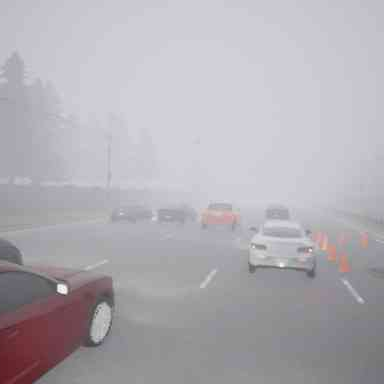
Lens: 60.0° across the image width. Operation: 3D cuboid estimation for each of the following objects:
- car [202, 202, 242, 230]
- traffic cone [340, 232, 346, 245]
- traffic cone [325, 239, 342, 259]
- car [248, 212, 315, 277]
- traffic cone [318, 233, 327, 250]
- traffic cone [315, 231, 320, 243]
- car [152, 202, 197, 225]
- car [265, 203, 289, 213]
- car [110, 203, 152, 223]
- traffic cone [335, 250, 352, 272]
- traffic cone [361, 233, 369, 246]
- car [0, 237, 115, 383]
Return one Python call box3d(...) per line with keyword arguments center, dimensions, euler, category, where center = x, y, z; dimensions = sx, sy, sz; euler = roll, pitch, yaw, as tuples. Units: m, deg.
box3d(center=(2.094, 1.450, 22.179), dimensions=(2.097, 1.767, 4.553), euler=(2, 0, 14), category="car")
box3d(center=(7.070, 2.176, 15.693), dimensions=(0.340, 0.580, 0.340), euler=(2, 0, 14), category="traffic cone")
box3d(center=(5.134, 2.117, 12.054), dimensions=(0.340, 0.580, 0.340), euler=(2, 0, 14), category="traffic cone")
box3d(center=(2.848, 1.623, 10.735), dimensions=(1.812, 1.442, 4.674), euler=(2, 0, 14), category="car")
box3d(center=(5.617, 2.134, 13.994), dimensions=(0.340, 0.580, 0.340), euler=(2, 0, 14), category="traffic cone")
box3d(center=(6.100, 2.150, 15.935), dimensions=(0.340, 0.580, 0.340), euler=(2, 0, 14), category="traffic cone")
box3d(center=(-0.981, 1.497, 24.321), dimensions=(1.882, 1.535, 5.008), euler=(2, 0, 14), category="car")
box3d(center=(7.323, 1.729, 28.715), dimensions=(1.882, 1.535, 5.008), euler=(2, 0, 14), category="car")
box3d(center=(-4.429, 1.492, 24.971), dimensions=(1.994, 1.385, 4.181), euler=(2, 0, 14), category="car")
box3d(center=(4.651, 2.100, 10.113), dimensions=(0.340, 0.580, 0.340), euler=(2, 0, 14), category="traffic cone")
box3d(center=(8.040, 2.202, 15.452), dimensions=(0.340, 0.580, 0.340), euler=(2, 0, 14), category="traffic cone")
box3d(center=(-2.572, 1.415, 3.438), dimensions=(1.882, 1.535, 5.008), euler=(2, 0, 14), category="car")
